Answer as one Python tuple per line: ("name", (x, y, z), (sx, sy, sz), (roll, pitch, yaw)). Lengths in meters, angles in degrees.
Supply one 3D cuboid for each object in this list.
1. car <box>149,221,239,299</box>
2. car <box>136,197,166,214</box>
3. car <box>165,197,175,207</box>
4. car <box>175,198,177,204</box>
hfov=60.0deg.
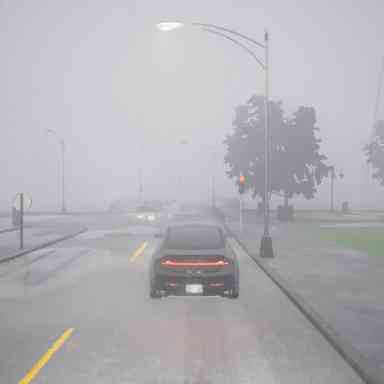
("car", (0.061, 1.505, 8.454), (1.837, 1.490, 4.892), (0, 0, 0))
("car", (-4.522, 1.564, 35.682), (1.994, 1.385, 4.181), (0, 0, 9))
("car", (-4.091, 1.503, 50.885), (1.837, 1.490, 4.892), (0, 1, 0))
("car", (-4.037, 1.600, 64.728), (1.895, 1.301, 4.718), (0, 0, 1))
